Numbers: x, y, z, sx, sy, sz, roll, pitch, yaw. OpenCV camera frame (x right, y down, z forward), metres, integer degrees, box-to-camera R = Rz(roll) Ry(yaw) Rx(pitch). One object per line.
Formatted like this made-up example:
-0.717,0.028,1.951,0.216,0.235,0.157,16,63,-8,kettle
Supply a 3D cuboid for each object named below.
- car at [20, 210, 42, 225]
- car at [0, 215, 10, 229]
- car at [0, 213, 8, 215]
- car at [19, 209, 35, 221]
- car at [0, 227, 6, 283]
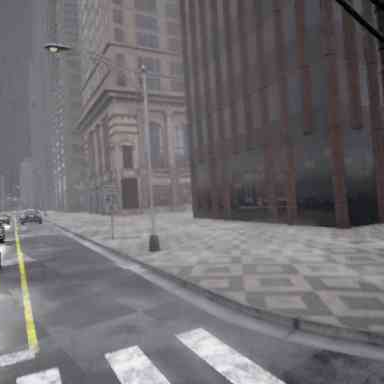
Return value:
-18.914,2.858,39.057,2.097,1.767,4.553,-3,-1,-29,car
-12.811,2.494,20.992,2.033,1.411,5.357,-3,-1,-28,car
-23.261,3.315,40.621,2.033,1.411,5.357,-3,-1,-28,car
-25.166,3.479,50.693,1.882,1.535,5.008,-3,-1,-28,car
-7.035,2.067,10.258,1.994,1.385,4.181,-3,-1,-28,car
